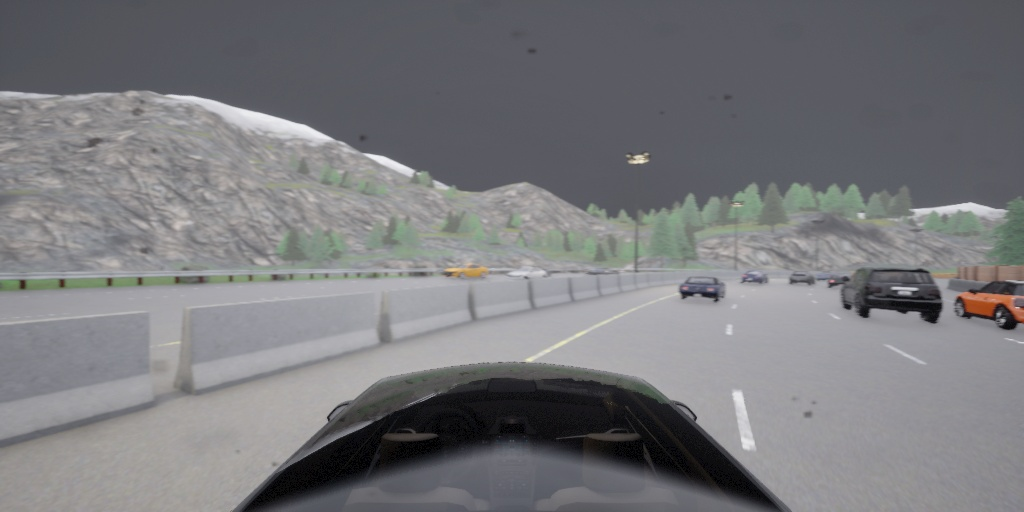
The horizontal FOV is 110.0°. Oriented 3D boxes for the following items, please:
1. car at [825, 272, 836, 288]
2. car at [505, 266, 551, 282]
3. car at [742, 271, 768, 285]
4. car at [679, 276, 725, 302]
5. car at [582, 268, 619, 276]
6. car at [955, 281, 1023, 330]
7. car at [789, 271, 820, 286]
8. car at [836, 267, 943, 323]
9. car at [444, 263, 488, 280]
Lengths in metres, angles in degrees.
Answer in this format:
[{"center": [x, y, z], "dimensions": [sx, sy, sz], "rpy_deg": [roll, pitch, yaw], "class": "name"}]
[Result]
[{"center": [32.765, 2.523, 35.587], "dimensions": [1.895, 1.301, 4.718], "rpy_deg": [1, -1, 45], "class": "car"}, {"center": [1.339, 1.619, 31.291], "dimensions": [1.812, 1.442, 4.674], "rpy_deg": [1, -1, 37], "class": "car"}, {"center": [26.673, 2.335, 39.344], "dimensions": [1.812, 1.442, 4.674], "rpy_deg": [1, -1, 44], "class": "car"}, {"center": [11.027, 1.824, 20.592], "dimensions": [1.895, 1.301, 4.718], "rpy_deg": [1, -1, 35], "class": "car"}, {"center": [8.885, 1.872, 35.352], "dimensions": [2.033, 1.411, 5.357], "rpy_deg": [1, -1, 39], "class": "car"}, {"center": [18.758, 1.691, 13.232], "dimensions": [2.097, 1.767, 4.553], "rpy_deg": [1, -1, 34], "class": "car"}, {"center": [32.499, 2.455, 40.153], "dimensions": [4.902, 1.511, 2.128], "rpy_deg": [2, -1, -44], "class": "car"}, {"center": [15.860, 1.508, 15.279], "dimensions": [2.150, 2.045, 5.566], "rpy_deg": [1, -1, 35], "class": "car"}, {"center": [-4.433, 1.468, 35.246], "dimensions": [1.882, 1.535, 5.008], "rpy_deg": [1, -1, 37], "class": "car"}]
